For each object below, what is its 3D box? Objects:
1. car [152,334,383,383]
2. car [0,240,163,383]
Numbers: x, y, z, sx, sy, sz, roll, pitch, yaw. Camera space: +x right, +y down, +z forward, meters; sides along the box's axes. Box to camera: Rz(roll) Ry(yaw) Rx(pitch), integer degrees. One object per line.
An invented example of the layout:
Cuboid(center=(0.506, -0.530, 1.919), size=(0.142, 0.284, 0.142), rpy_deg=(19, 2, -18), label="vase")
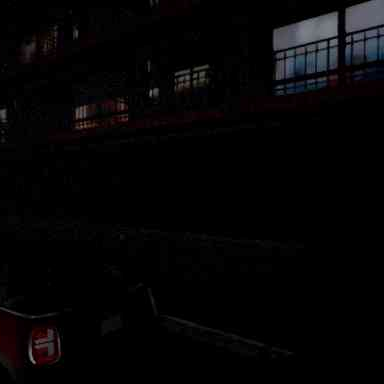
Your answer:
Cuboid(center=(2.167, 1.556, 1.332), size=(4.507, 1.381, 1.887), rpy_deg=(1, 0, 36), label="car")
Cuboid(center=(-2.420, 1.393, 4.606), size=(4.097, 1.590, 1.967), rpy_deg=(1, 0, 36), label="car")
